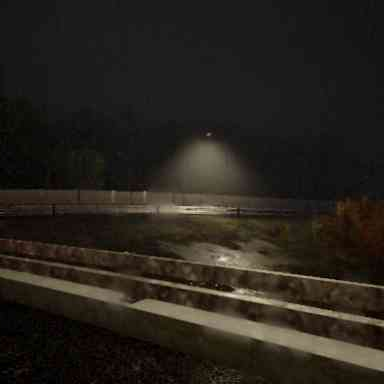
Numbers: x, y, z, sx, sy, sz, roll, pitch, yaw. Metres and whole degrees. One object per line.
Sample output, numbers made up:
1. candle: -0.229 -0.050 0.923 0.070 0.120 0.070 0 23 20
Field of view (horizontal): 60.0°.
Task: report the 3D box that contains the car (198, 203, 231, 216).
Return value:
1. car: 3.056 2.302 45.376 4.553 1.767 2.097 3 -2 -26
